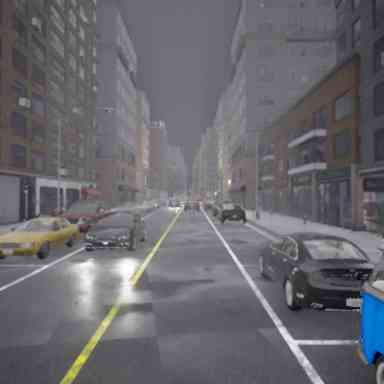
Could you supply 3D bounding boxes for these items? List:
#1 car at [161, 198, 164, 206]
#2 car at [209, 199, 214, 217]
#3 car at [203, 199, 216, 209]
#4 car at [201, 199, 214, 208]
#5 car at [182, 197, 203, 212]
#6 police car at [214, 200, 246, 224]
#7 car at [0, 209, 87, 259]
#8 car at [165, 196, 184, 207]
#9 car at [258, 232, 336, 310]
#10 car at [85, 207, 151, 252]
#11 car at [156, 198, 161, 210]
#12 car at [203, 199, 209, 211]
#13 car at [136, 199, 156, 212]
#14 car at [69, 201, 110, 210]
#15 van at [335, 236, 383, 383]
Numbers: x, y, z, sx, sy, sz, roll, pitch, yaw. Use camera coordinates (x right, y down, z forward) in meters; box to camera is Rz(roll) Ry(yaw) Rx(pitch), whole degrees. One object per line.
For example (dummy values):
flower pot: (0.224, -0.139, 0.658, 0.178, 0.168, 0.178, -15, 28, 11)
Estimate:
car: (-5.844, 1.777, 51.603, 1.967, 1.590, 4.097, 0, 0, 0)
car: (3.117, 1.564, 33.709, 2.097, 1.767, 4.553, 0, 0, 0)
car: (2.681, 1.882, 51.609, 1.887, 1.381, 4.507, 0, 0, 0)
car: (2.681, 1.929, 57.101, 2.008, 1.369, 4.403, 0, 0, 0)
car: (0.013, 1.779, 43.927, 2.128, 1.511, 4.902, 0, 0, 1)
police car: (3.137, 1.591, 26.849, 1.930, 1.638, 5.238, 0, 0, 0)
car: (-5.848, 1.604, 12.983, 1.752, 1.417, 4.829, 1, 0, 0)
car: (-3.047, 1.875, 57.857, 2.128, 1.511, 4.902, 0, 0, 1)
car: (2.682, 1.597, 7.679, 2.008, 1.369, 4.403, 1, 0, 0)
car: (-3.098, 1.591, 14.312, 1.837, 1.490, 4.892, 0, 0, 0)
car: (-5.846, 1.848, 46.110, 2.008, 1.369, 4.403, 0, 0, 0)
car: (2.682, 1.842, 46.118, 1.887, 1.381, 4.507, 0, 0, 0)
car: (-5.846, 1.783, 40.448, 1.752, 1.417, 4.829, 0, 0, 0)
car: (-5.846, 1.428, 18.647, 2.192, 1.841, 5.009, 1, 0, 0)
van: (2.684, 1.355, 2.188, 1.690, 1.788, 3.998, 1, 0, 0)
